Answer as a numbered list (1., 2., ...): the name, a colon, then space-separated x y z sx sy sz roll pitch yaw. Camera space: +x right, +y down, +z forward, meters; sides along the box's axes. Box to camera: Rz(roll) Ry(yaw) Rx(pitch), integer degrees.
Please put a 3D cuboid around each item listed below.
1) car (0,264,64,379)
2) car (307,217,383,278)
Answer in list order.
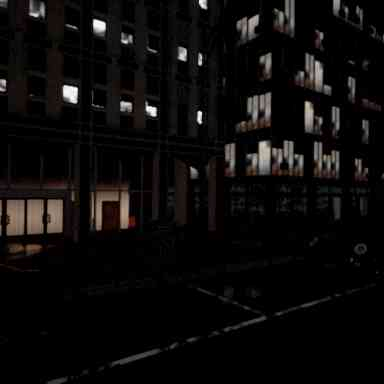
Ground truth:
1. car: -3.822 1.542 3.828 4.403 1.369 2.008 1 0 -35
2. car: 5.444 1.536 10.431 4.097 1.590 1.967 1 0 -35
